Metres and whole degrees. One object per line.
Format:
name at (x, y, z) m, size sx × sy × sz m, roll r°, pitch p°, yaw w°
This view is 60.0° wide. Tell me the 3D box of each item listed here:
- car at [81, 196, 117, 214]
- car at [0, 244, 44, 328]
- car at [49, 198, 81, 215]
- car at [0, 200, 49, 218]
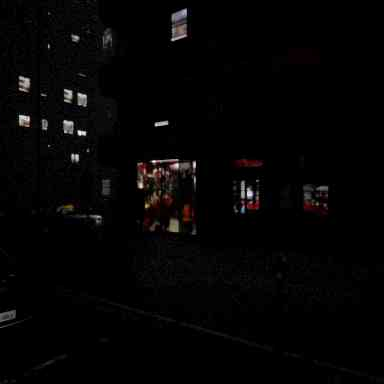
car at (-7.448, 1.195, 30.923) m, size 1.837 × 1.490 × 4.892 m, roll 0°, pitch 1°, yaw 35°
car at (-4.438, 1.551, 6.040) m, size 4.403 × 1.369 × 2.008 m, roll 0°, pitch 0°, yaw 36°
car at (-10.909, 1.249, 30.477) m, size 1.752 × 1.417 × 4.829 m, roll 1°, pitch 1°, yaw 35°
car at (-13.999, 1.349, 26.052) m, size 2.008 × 1.369 × 4.403 m, roll 1°, pitch 1°, yaw 35°
